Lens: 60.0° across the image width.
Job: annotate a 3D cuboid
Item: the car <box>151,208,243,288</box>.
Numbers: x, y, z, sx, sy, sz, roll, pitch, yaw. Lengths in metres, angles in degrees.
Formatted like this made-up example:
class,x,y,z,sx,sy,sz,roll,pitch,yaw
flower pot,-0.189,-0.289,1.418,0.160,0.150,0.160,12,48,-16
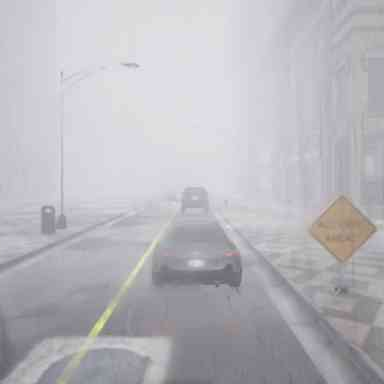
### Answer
class,x,y,z,sx,sy,sz,roll,pitch,yaw
car,0.119,1.348,8.662,1.994,1.385,4.181,0,1,1

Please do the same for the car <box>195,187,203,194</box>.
class,x,y,z,sx,sy,sz,roll,pitch,yaw
car,1.486,-0.400,76.288,1.801,1.575,5.366,0,1,0

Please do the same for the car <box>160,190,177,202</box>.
class,x,y,z,sx,sy,sz,roll,pitch,yaw
car,-2.854,0.512,41.840,2.033,1.411,5.357,0,1,0

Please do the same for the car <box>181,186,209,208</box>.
class,x,y,z,sx,sy,sz,roll,pitch,yaw
car,0.245,0.541,27.471,2.150,2.045,5.566,0,2,1

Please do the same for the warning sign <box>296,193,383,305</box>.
class,x,y,z,sx,sy,sz,roll,pitch,yaw
warning sign,2.741,0.963,6.110,1.300,1.860,1.060,-1,1,0
